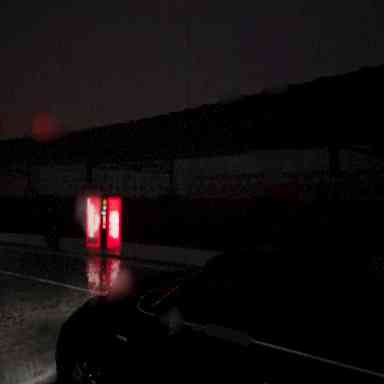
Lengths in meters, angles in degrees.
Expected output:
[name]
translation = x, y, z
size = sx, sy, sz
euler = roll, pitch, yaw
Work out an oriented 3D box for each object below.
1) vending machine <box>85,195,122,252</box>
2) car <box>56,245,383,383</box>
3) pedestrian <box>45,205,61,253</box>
[vending machine]
translation = -3.438, 1.184, 13.000
size = 0.880, 2.100, 1.100
euler = 0, 0, 30
[car]
translation = 0.713, 1.343, 3.269
size = 4.553, 1.767, 2.097
euler = 0, 0, 35
[pedestrian]
translation = -5.090, 1.290, 12.128
size = 0.375, 1.860, 0.375
euler = 0, 1, 30
